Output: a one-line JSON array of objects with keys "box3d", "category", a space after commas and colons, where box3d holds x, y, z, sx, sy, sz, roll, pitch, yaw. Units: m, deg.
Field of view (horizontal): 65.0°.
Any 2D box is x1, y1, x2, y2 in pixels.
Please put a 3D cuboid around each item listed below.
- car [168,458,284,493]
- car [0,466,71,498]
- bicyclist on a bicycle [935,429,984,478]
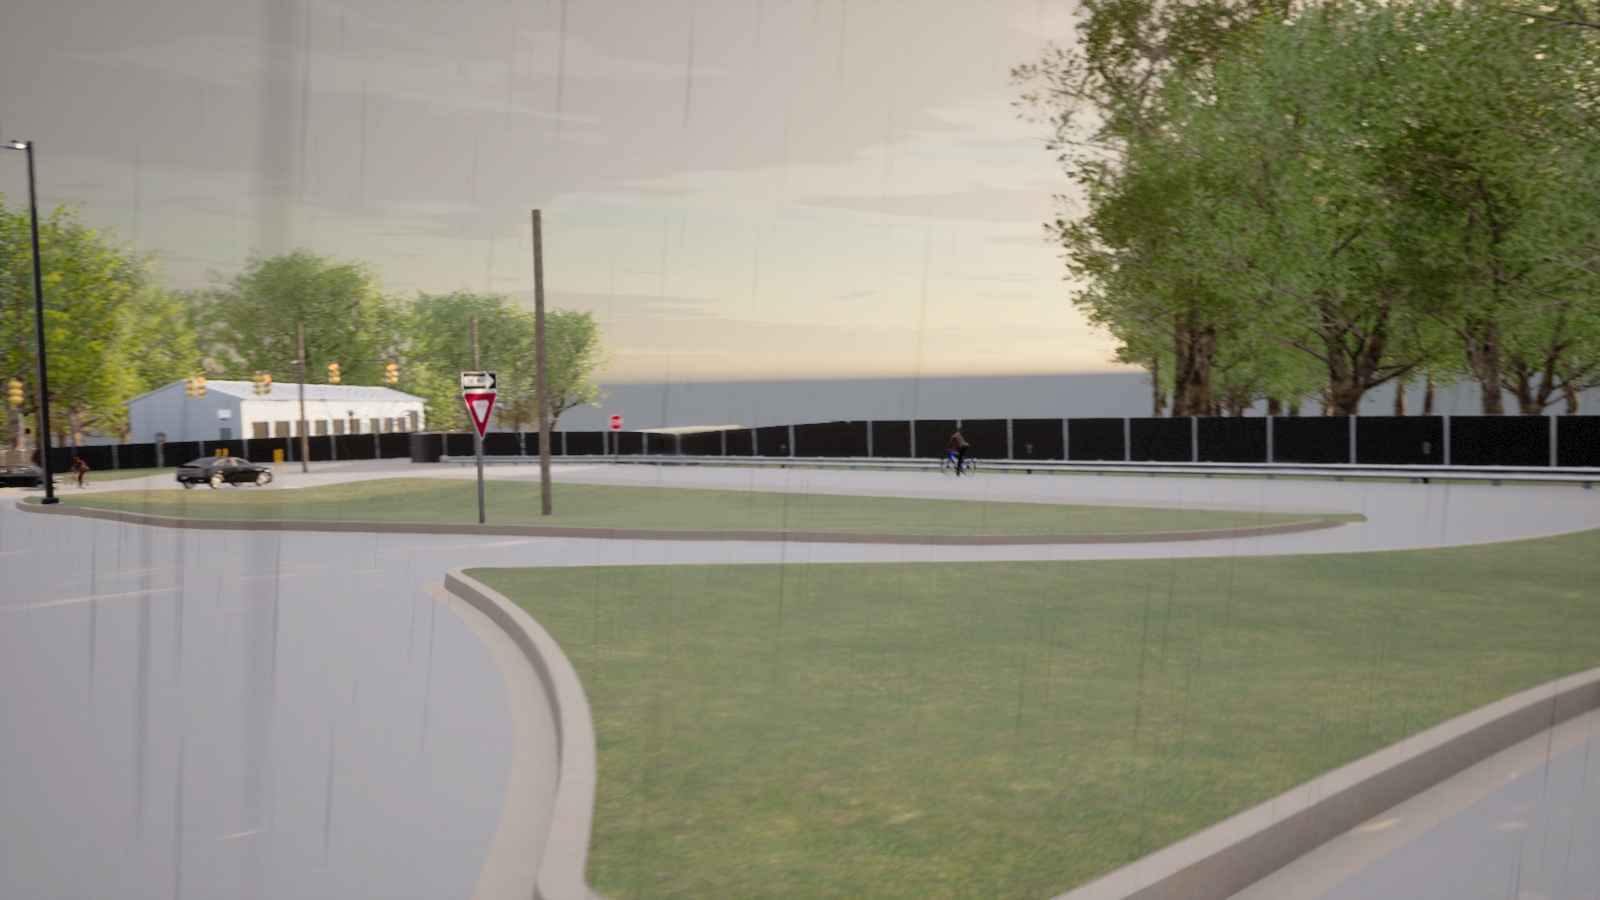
[{"box3d": [-27.213, 1.170, 59.737, 2.128, 1.511, 4.902, -1, 0, 20], "category": "car"}, {"box3d": [-42.268, 1.742, 68.638, 3.705, 1.549, 1.789, -2, 3, -11], "category": "car"}, {"box3d": [5.414, 0.126, 42.682, 0.582, 1.620, 1.656, -4, 2, -38], "category": "bicyclist on a bicycle"}]
